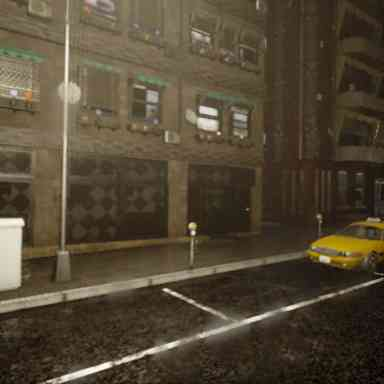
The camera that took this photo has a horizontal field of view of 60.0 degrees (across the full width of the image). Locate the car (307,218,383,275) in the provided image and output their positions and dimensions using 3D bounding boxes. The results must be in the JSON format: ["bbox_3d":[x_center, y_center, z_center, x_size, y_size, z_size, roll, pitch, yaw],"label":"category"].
[{"bbox_3d":[5.616,1.525,10.514,4.829,1.417,1.752,0,1,-35],"label":"car"}]
